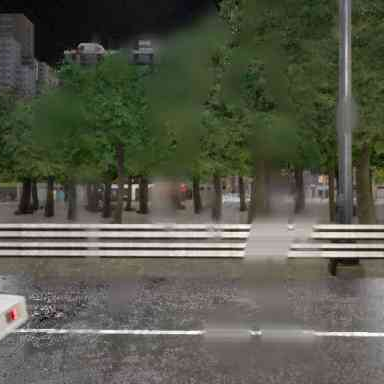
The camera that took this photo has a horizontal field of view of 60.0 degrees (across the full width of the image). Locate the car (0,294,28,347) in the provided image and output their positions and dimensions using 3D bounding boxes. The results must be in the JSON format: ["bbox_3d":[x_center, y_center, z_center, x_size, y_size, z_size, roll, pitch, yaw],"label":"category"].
[{"bbox_3d":[-4.580,1.601,3.680,4.718,1.301,1.895,0,0,1],"label":"car"}]
